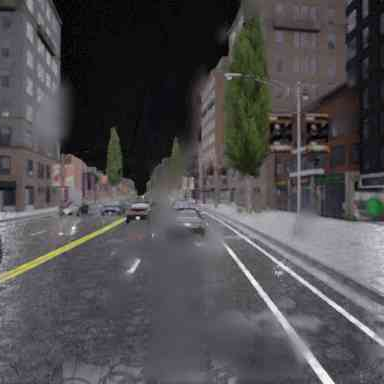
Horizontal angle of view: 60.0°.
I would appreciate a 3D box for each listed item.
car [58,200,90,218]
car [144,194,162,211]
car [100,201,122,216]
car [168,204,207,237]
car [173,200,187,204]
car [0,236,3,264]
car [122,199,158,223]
[{"bbox_3d":[-10.793,1.527,30.769,2.128,1.511,4.902,0,0,-3],"label":"car"},{"bbox_3d":[-5.014,1.280,42.558,2.150,2.045,5.566,0,0,-4],"label":"car"},{"bbox_3d":[-7.656,1.587,33.026,2.033,1.411,5.357,0,0,-4],"label":"car"},{"bbox_3d":[-0.282,1.579,18.335,1.994,1.385,4.181,0,0,-2],"label":"car"},{"bbox_3d":[-1.328,1.595,37.259,2.033,1.411,5.357,0,0,-4],"label":"car"},{"bbox_3d":[-6.694,1.358,8.059,2.097,1.767,4.553,0,0,-1],"label":"car"},{"bbox_3d":[-3.871,1.533,25.496,1.837,1.490,4.892,0,0,-3],"label":"car"}]
